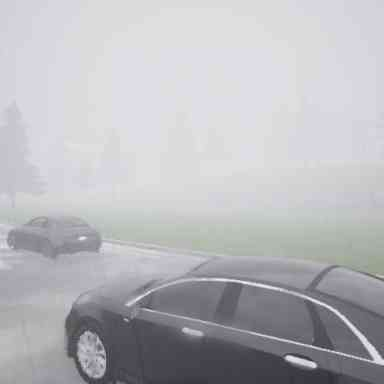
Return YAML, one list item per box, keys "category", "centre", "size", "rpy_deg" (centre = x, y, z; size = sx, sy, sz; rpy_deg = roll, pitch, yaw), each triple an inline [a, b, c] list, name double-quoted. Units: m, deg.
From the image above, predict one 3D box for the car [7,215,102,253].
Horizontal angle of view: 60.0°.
- category: "car"
  centre: [-5.292, 1.560, 12.677]
  size: [4.181, 1.385, 1.994]
  rpy_deg: [0, 0, 40]

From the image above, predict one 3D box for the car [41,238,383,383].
- category: "car"
  centre: [0.554, 1.504, 3.731]
  size: [4.892, 1.490, 1.837]
  rpy_deg: [0, 0, 35]
